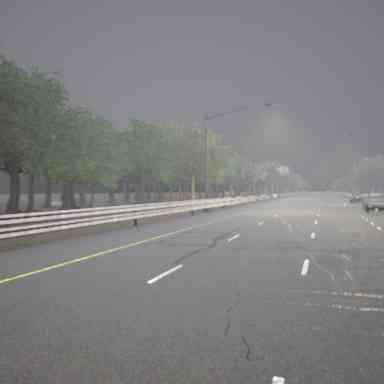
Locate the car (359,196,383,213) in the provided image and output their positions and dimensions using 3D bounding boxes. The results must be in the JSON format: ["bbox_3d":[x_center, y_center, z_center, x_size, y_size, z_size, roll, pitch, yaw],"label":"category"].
[{"bbox_3d":[18.650,1.395,34.127,1.895,1.301,4.718,0,0,22],"label":"car"}]

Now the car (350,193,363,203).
[{"bbox_3d":[28.529,1.020,57.252,2.097,1.767,4.553,0,0,29],"label":"car"}]
